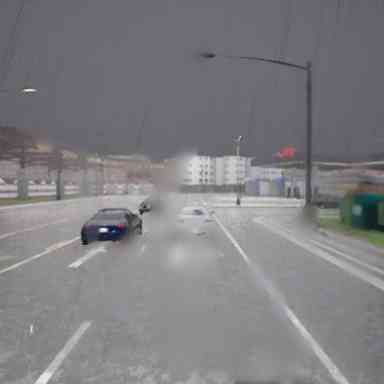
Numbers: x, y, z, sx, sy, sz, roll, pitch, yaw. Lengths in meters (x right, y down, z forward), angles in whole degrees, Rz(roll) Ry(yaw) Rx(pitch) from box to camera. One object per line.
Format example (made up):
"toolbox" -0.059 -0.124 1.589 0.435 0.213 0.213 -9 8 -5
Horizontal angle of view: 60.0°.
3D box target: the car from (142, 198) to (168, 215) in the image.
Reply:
"car" -3.273 1.184 28.692 2.033 1.411 5.357 0 1 3

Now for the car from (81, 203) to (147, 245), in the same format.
"car" -3.397 1.399 14.756 1.994 1.385 4.181 0 1 0

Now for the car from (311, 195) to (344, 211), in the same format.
"car" 14.256 1.085 32.603 4.892 1.490 1.837 0 1 19

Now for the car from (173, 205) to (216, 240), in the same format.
"car" 0.108 1.347 15.737 1.812 1.442 4.674 0 1 0
